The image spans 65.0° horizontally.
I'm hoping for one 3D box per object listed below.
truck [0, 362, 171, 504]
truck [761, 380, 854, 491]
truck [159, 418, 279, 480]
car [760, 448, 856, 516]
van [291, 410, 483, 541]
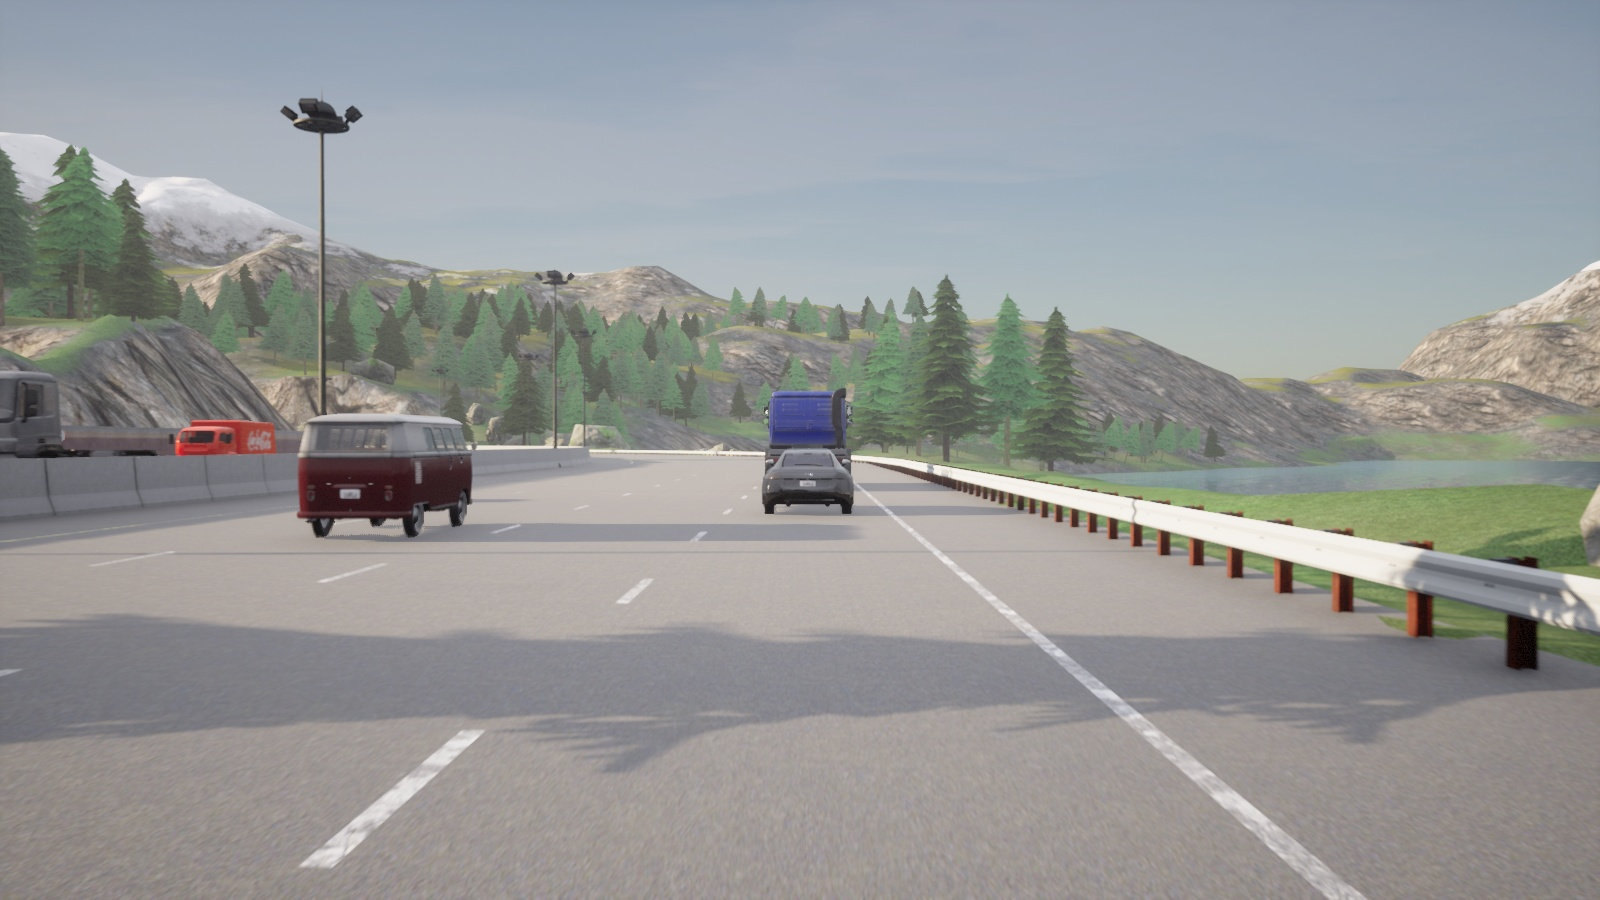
[{"bbox_3d":[-20.786,-0.443,34.613,2.891,3.462,7.936,0,0,0],"label":"truck"},{"bbox_3d":[0.263,-0.473,43.093,2.891,3.462,7.936,0,0,0],"label":"truck"},{"bbox_3d":[-24.189,-0.045,52.534,2.627,2.467,5.204,0,0,0],"label":"truck"},{"bbox_3d":[0.176,0.656,28.071,1.994,1.385,4.181,0,0,0],"label":"car"},{"bbox_3d":[-6.862,0.376,21.361,1.775,1.987,4.442,0,0,0],"label":"van"}]
